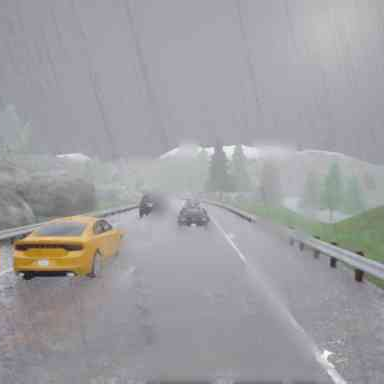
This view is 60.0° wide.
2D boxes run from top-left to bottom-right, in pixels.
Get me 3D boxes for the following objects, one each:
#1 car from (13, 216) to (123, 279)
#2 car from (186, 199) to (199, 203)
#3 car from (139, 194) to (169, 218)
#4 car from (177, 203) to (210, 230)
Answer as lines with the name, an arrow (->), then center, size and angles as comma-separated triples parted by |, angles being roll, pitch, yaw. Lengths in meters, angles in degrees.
car -> -3.404, 1.477, 10.116 | 1.882, 1.535, 5.008 | 0, 0, 0
car -> 0.063, 1.547, 39.470 | 2.033, 1.411, 5.357 | 0, 0, -1
car -> -3.398, 1.221, 30.174 | 2.150, 2.045, 5.566 | 0, 0, 0
car -> 0.091, 1.600, 21.261 | 1.895, 1.301, 4.718 | 0, 0, 0
